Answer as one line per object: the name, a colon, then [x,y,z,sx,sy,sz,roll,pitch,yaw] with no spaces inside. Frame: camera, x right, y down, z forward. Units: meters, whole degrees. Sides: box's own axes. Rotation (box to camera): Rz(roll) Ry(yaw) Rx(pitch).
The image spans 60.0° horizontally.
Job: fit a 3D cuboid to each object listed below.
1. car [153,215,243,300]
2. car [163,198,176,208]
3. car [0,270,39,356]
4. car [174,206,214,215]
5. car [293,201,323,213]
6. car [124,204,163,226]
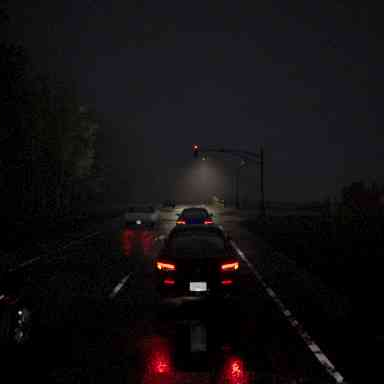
car: [0.119,1.528,8.251,1.812,1.442,4.674,0,0,0]
car: [-3.282,1.554,48.666,2.033,1.411,5.357,0,0,0]
car: [-3.392,1.353,3.248,2.097,1.767,4.553,0,0,0]
car: [0.140,1.530,17.125,1.812,1.442,4.674,0,0,0]
car: [14.871,1.768,39.656,5.357,1.411,2.033,1,-1,3]
car: [-3.343,1.606,23.151,1.895,1.301,4.718,0,0,0]
